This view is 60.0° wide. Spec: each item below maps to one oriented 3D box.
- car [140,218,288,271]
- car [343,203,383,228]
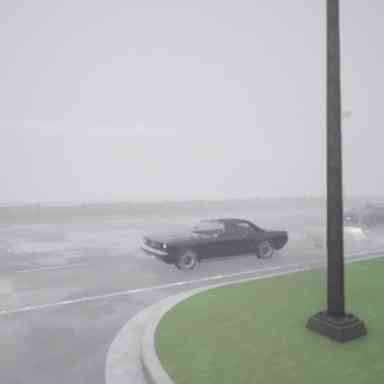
[{"bbox_3d":[0.761,1.555,10.830,4.718,1.301,1.895,-1,0,-29],"label":"car"},{"bbox_3d":[10.972,1.369,20.654,4.181,1.385,1.994,-1,0,-30],"label":"car"}]
